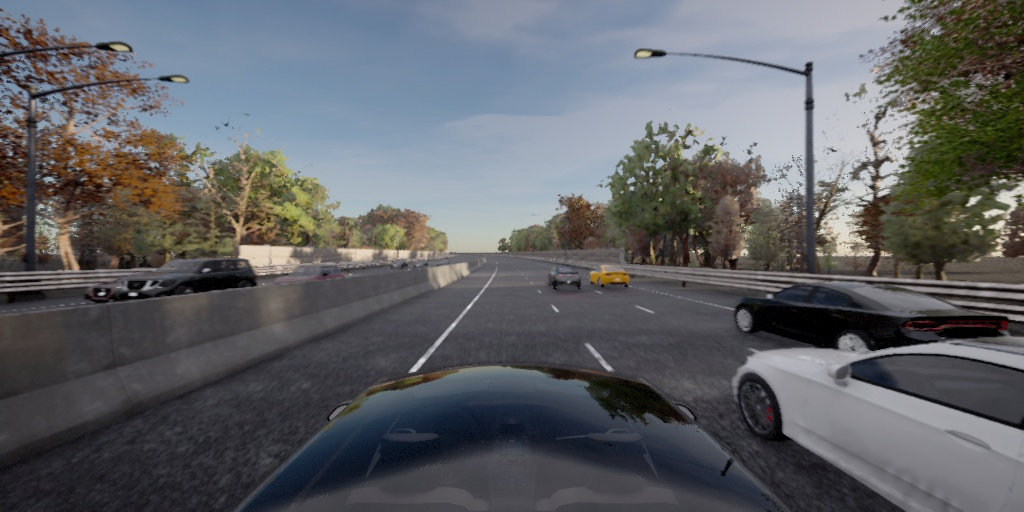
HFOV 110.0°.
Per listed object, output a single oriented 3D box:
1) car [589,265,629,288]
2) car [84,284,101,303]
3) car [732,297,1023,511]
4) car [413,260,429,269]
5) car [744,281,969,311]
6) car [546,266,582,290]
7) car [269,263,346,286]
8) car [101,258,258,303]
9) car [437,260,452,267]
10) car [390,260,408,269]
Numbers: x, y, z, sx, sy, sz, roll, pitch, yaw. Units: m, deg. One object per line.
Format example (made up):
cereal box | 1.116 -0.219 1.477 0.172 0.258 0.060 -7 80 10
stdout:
car | 6.972 1.424 26.222 1.882 1.535 5.008 0 0 -1
car | -17.646 1.449 17.417 1.994 1.385 4.181 0 0 0
car | 3.599 1.281 2.427 1.812 1.442 4.674 0 0 0
car | -14.821 1.386 58.709 2.128 1.511 4.902 0 1 -1
car | 7.093 1.280 7.920 1.882 1.535 5.008 0 -1 0
car | 3.489 1.429 24.627 2.128 1.511 4.902 0 0 -1
car | -10.658 1.250 19.073 2.097 1.767 4.553 0 0 0
car | -14.137 1.096 16.122 2.150 2.045 5.566 0 0 0
car | -11.379 1.373 60.581 1.837 1.490 4.892 0 1 -1
car | -18.324 1.386 58.488 2.128 1.511 4.902 0 0 -1
